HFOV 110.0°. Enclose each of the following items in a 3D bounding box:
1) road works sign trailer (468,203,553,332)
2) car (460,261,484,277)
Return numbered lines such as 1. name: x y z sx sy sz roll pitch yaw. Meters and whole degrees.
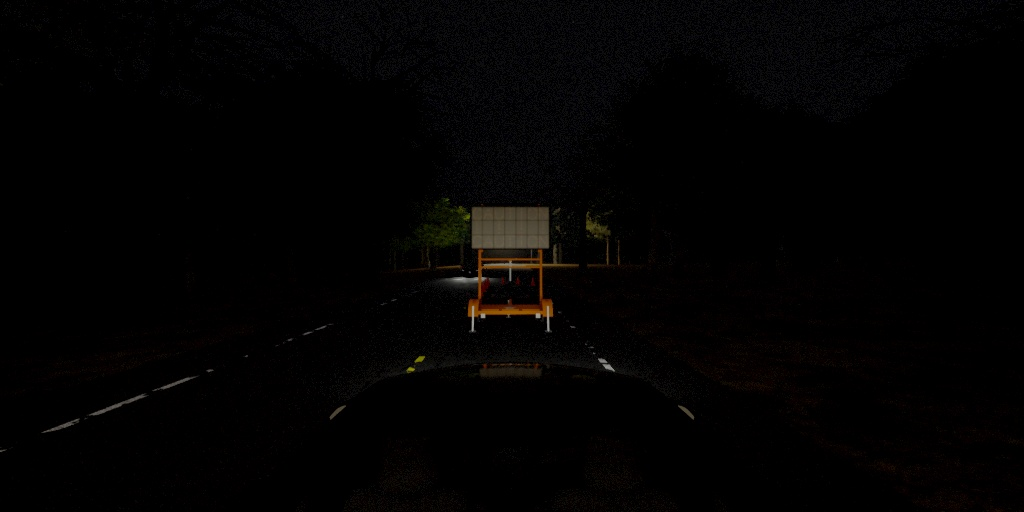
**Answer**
1. road works sign trailer: -0.047 0.213 10.855 2.380 3.560 2.880 0 0 0
2. car: -3.772 1.222 34.398 1.837 1.490 4.892 0 0 0
